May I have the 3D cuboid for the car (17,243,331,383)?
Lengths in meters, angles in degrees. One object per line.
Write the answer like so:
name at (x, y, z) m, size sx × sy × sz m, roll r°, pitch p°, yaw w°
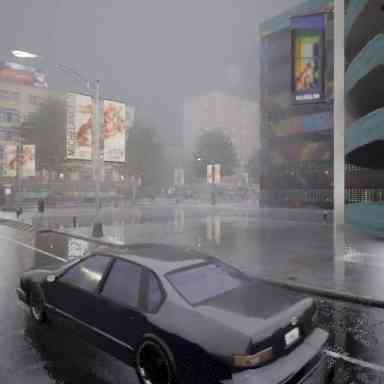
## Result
car at (-0.807, 1.548, 5.158) m, size 5.357 × 1.411 × 2.033 m, roll 0°, pitch 0°, yaw 42°

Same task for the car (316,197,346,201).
car at (17.422, 1.320, 42.551) m, size 4.674 × 1.452 × 2.002 m, roll 0°, pitch 0°, yaw -42°
